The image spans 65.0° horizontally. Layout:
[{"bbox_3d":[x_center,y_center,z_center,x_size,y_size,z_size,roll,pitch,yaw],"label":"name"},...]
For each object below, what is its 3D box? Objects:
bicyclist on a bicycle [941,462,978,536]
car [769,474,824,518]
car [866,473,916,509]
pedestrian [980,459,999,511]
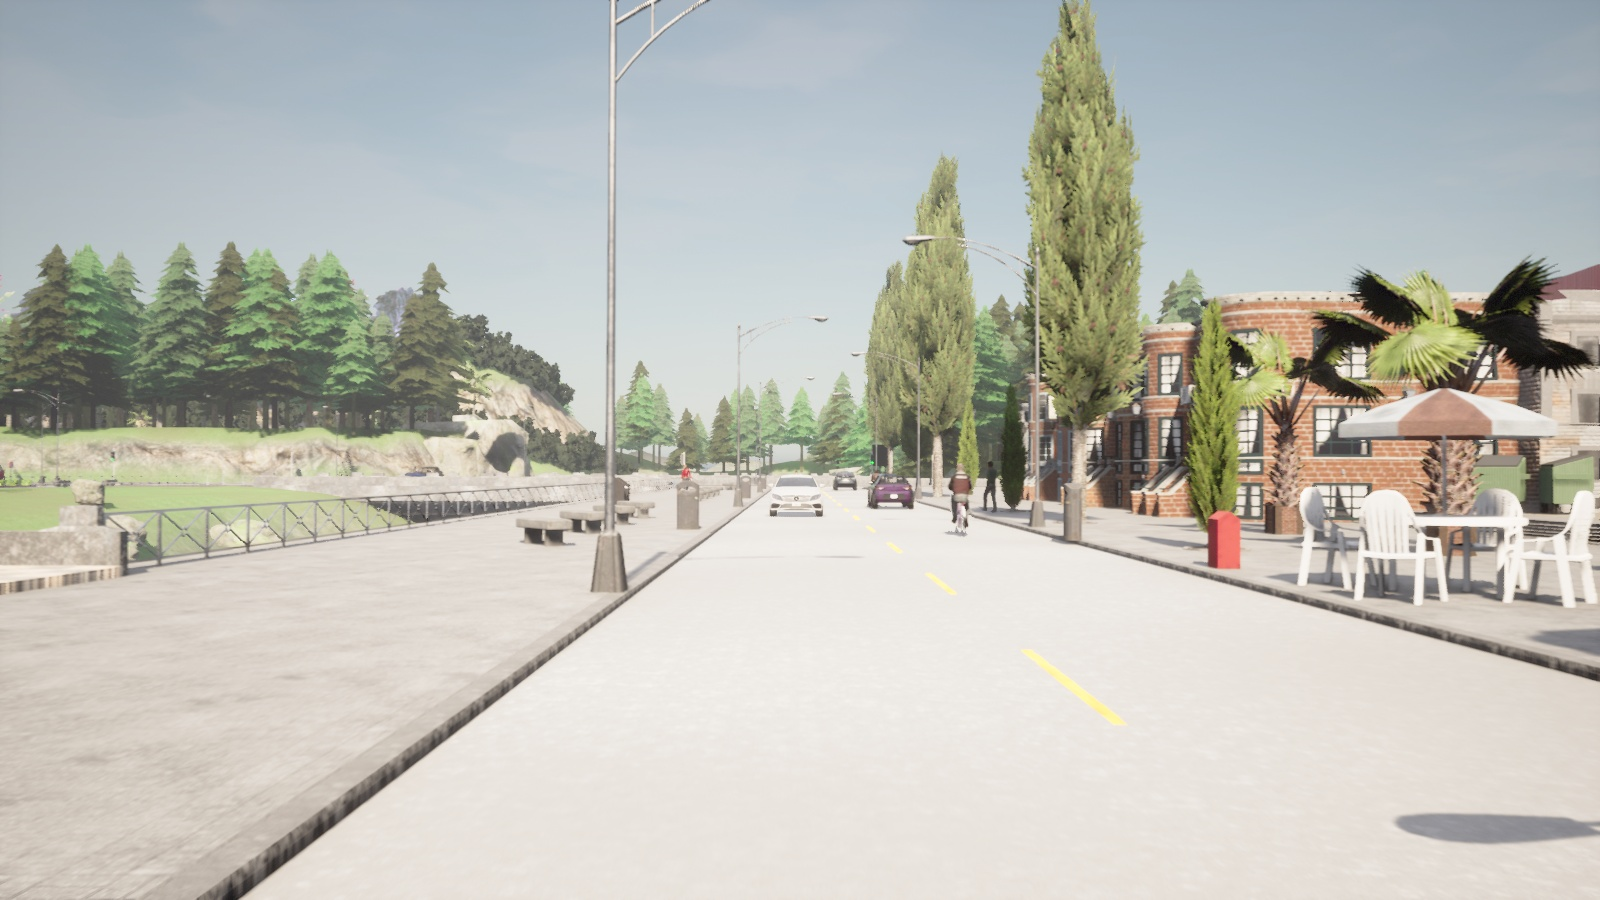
[{"bbox_3d":[3.918,1.187,30.939,0.659,1.776,1.843,0,-1,0],"label":"bicyclist on a bicycle"},{"bbox_3d":[-0.115,1.580,44.135,1.812,1.442,4.674,0,-1,0],"label":"car"},{"bbox_3d":[3.860,1.712,53.726,1.816,1.474,4.193,0,-1,0],"label":"car"},{"bbox_3d":[6.742,1.244,44.663,0.353,1.847,0.614,0,-1,-32],"label":"pedestrian"}]
